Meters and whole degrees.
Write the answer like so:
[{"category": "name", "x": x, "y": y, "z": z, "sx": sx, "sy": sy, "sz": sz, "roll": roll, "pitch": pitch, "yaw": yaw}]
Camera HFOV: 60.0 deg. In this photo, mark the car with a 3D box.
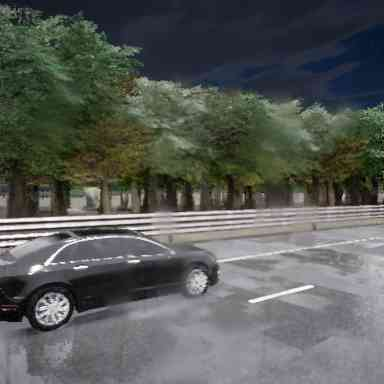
[{"category": "car", "x": -1.630, "y": 1.514, "z": 6.888, "sx": 4.892, "sy": 1.490, "sz": 1.837, "roll": 0, "pitch": 0, "yaw": -35}]
